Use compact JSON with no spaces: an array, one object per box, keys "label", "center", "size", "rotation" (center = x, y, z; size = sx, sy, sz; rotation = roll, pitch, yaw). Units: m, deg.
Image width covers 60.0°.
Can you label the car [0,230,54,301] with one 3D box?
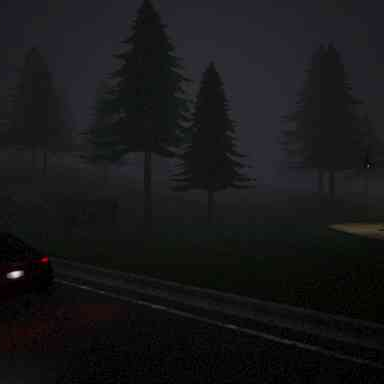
[{"label":"car","center":[-5.035,1.564,7.583],"size":[4.181,1.385,1.994],"rotation":[0,0,36]}]
